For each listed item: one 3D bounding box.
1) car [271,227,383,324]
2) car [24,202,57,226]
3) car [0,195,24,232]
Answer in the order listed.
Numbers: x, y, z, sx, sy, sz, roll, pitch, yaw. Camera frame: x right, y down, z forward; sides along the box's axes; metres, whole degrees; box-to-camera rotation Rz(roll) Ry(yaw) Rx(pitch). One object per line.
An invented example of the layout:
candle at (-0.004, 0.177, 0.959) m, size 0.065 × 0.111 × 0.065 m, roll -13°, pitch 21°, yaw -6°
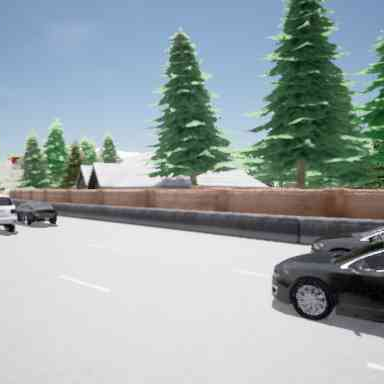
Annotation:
car at (3.804, 1.522, 5.667) m, size 4.892 × 1.490 × 1.837 m, roll 0°, pitch 0°, yaw 36°
car at (-10.897, 1.445, 22.713) m, size 4.892 × 1.490 × 1.837 m, roll 0°, pitch 0°, yaw 44°
car at (-11.691, 1.160, 18.581) m, size 5.566 × 2.045 × 2.150 m, roll 0°, pitch 0°, yaw 44°
